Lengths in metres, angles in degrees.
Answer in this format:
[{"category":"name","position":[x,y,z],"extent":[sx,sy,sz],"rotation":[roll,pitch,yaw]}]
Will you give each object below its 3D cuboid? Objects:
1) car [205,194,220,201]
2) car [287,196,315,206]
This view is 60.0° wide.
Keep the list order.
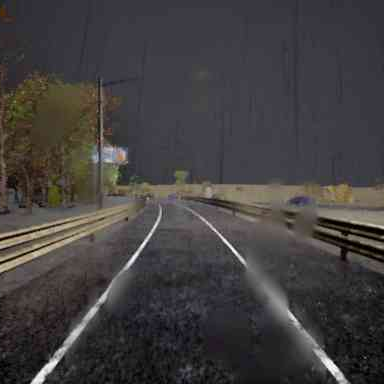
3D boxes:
[{"category":"car","position":[4.550,1.243,76.655],"extent":[2.097,1.767,4.553],"rotation":[0,0,-22]},{"category":"car","position":[15.986,1.316,48.945],"extent":[1.812,1.442,4.674],"rotation":[0,0,-22]}]
